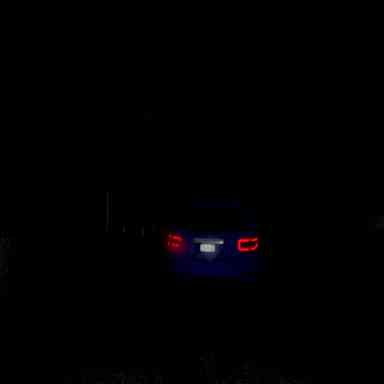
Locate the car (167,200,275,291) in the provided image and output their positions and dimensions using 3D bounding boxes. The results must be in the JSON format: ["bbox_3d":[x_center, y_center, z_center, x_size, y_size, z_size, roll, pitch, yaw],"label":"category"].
[{"bbox_3d":[1.062,1.222,9.332,2.150,2.045,5.566,0,0,16],"label":"car"}]
